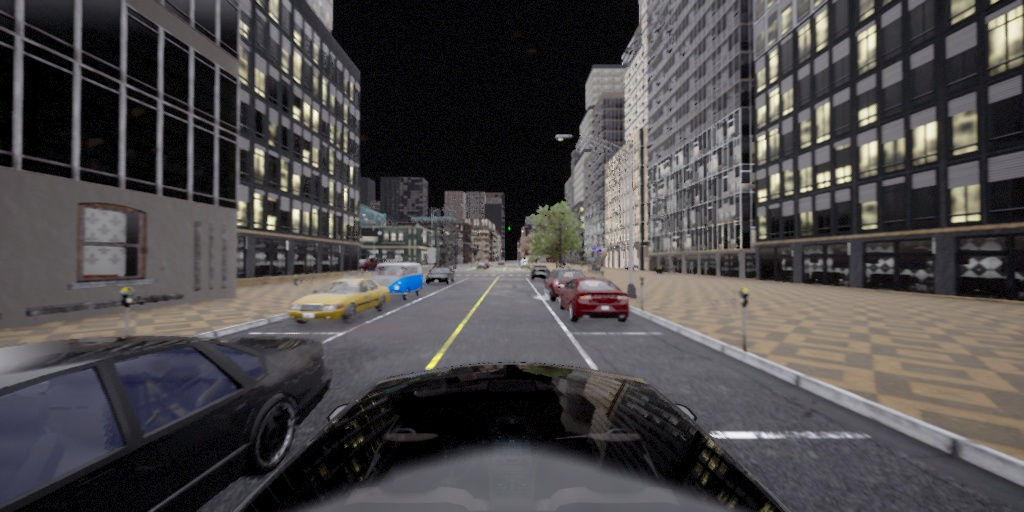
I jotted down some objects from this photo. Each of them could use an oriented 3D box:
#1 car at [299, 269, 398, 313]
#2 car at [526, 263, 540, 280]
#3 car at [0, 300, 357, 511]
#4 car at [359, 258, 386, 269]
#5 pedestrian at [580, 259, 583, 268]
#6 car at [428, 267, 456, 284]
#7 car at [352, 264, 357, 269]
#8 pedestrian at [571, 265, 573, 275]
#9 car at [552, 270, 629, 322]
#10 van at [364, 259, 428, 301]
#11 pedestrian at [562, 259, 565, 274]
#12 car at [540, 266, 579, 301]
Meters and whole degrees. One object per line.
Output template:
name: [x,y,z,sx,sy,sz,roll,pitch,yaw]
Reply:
car: [-5.692,1.362,12.415,1.751,1.417,4.829,0,0,0]
car: [2.685,1.581,34.743,1.948,1.339,4.313,0,0,0]
car: [-3.099,1.300,2.048,2.033,1.411,5.357,0,0,0]
car: [-17.167,1.217,47.829,5.009,1.841,2.192,0,0,-1]
pedestrian: [8.129,1.244,42.324,0.375,1.860,0.375,0,-1,0]
car: [-5.694,1.536,29.203,1.948,1.339,4.313,0,0,0]
car: [-22.830,1.523,56.130,4.207,1.307,1.802,0,0,-1]
pedestrian: [7.061,1.600,41.720,0.500,1.100,0.500,0,-1,0]
car: [2.688,1.383,12.587,1.888,1.381,4.507,0,0,0]
van: [-5.692,1.222,18.125,1.690,1.789,3.998,0,0,0]
pedestrian: [6.129,1.223,42.924,0.375,1.860,0.375,0,-1,0]
car: [2.688,1.322,18.126,1.967,1.591,4.097,0,0,0]
